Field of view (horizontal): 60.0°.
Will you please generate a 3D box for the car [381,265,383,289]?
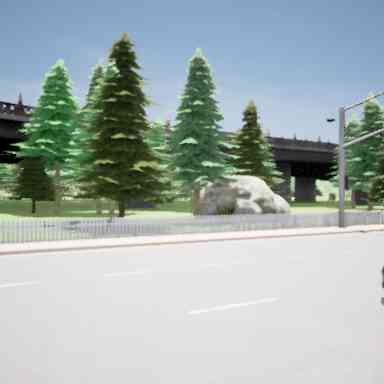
[{"bbox_3d":[6.187,1.610,7.220,4.674,1.442,1.812,1,0,-25],"label":"car"}]
